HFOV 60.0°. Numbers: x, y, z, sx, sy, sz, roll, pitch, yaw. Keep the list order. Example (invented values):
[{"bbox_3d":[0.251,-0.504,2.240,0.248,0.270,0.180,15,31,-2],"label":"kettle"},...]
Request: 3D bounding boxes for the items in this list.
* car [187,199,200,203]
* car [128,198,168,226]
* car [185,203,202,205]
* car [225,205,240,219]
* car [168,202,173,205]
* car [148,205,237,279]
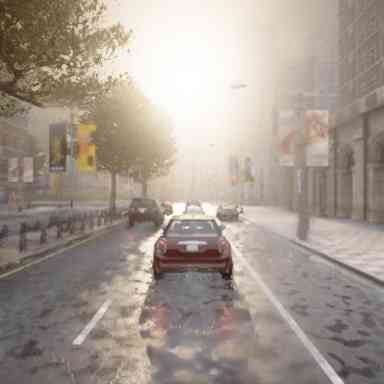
[{"bbox_3d":[0.181,1.713,40.224,2.097,1.767,4.553,0,0,0],"label":"car"},{"bbox_3d":[-3.350,1.440,25.142,2.150,2.045,5.566,0,-1,0],"label":"car"},{"bbox_3d":[0.133,1.740,23.807,1.812,1.442,4.674,0,0,0],"label":"car"},{"bbox_3d":[3.313,1.885,31.881,1.895,1.301,4.718,0,-1,0],"label":"car"},{"bbox_3d":[-3.316,1.932,41.390,1.994,1.385,4.181,0,-1,0],"label":"car"},{"bbox_3d":[0.018,1.447,10.507,2.097,1.767,4.553,0,-1,0],"label":"car"}]
